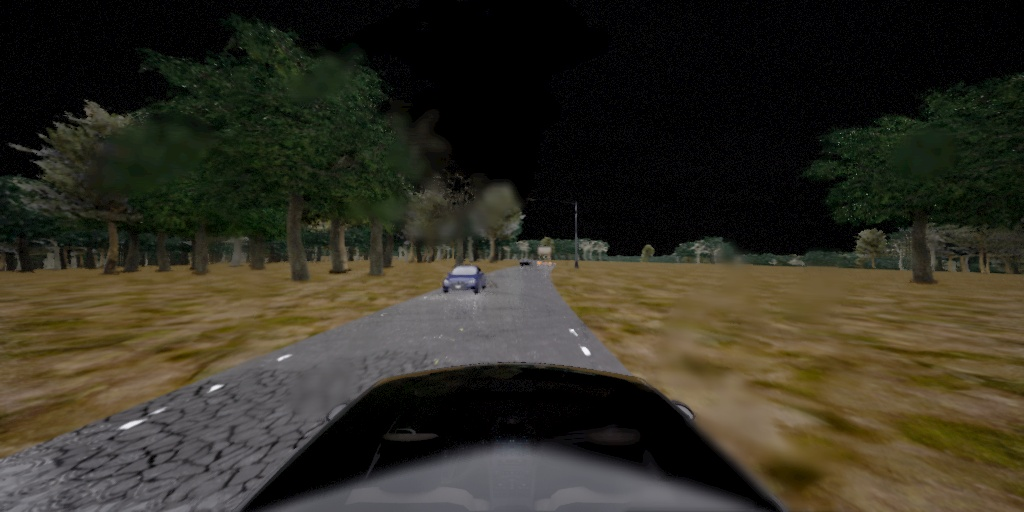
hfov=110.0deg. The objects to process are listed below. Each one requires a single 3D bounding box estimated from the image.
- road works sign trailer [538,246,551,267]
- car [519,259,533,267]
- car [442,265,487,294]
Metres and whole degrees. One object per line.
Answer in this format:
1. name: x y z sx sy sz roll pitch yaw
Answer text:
1. road works sign trailer: 5.711 0.030 63.071 2.380 3.560 2.880 0 0 7
2. car: 2.423 1.160 61.877 1.895 1.301 4.718 0 0 9
3. car: -2.527 1.250 20.019 1.812 1.442 4.674 0 0 3
